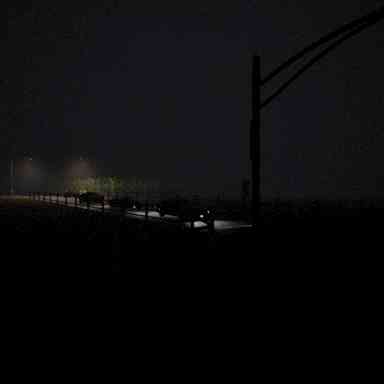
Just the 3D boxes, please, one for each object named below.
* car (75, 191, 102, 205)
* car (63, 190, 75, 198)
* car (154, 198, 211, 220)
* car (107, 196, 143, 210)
[{"bbox_3d":[-12.453,0.743,41.068,1.882,1.535,5.008,0,1,-35],"label":"car"},{"bbox_3d":[-22.525,0.355,62.016,1.882,1.535,5.008,0,1,-35],"label":"car"},{"bbox_3d":[-0.855,1.180,24.361,2.033,1.411,5.357,0,1,-35],"label":"car"},{"bbox_3d":[-6.591,1.051,32.613,1.895,1.301,4.718,0,1,-35],"label":"car"}]
